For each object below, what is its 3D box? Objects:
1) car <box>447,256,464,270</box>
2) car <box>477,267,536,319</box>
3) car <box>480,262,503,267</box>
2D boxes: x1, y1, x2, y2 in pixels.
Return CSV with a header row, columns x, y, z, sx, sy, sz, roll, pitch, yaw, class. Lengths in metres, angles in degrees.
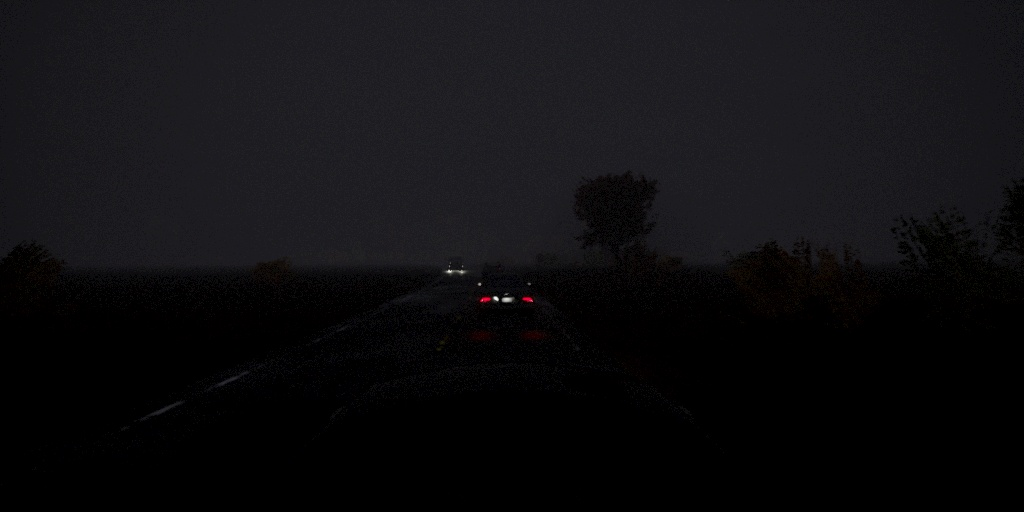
x,y,z,sx,sy,sz,roll,pitch,yaw,class
-8.359,1.023,53.027,2.150,2.045,5.566,0,0,-11,car
-0.253,1.304,12.782,2.033,1.411,5.357,0,0,-2,car
-1.759,1.265,31.541,2.128,1.511,4.902,0,0,-6,car
